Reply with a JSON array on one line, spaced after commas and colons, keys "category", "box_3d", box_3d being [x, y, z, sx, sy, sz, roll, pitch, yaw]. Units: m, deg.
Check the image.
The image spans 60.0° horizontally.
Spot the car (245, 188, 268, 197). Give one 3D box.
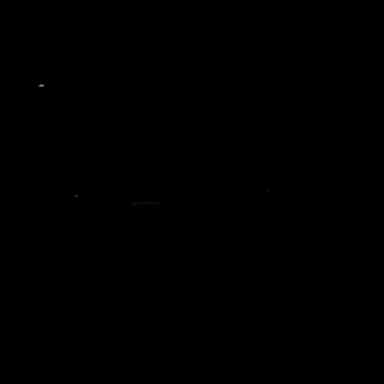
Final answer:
[{"category": "car", "box_3d": [10.675, 0.064, 56.888, 1.994, 1.385, 4.181, 1, 1, 37]}]

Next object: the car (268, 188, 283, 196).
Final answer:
[{"category": "car", "box_3d": [16.135, 0.001, 64.650, 1.994, 1.385, 4.181, 1, 1, 34]}]

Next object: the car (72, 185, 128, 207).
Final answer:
[{"category": "car", "box_3d": [-8.707, 0.345, 31.893, 2.150, 2.045, 5.566, 1, 3, 38]}]
